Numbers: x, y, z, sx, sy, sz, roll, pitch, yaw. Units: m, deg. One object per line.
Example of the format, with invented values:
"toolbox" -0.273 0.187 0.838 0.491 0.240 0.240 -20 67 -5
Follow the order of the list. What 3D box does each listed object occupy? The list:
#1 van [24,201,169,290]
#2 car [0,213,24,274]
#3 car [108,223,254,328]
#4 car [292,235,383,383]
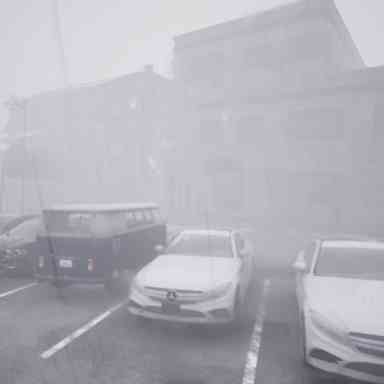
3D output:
"van" -2.064 1.264 9.046 1.878 1.987 4.442 0 -1 15
"car" -4.484 1.502 10.634 2.097 1.535 5.008 0 -1 15
"car" 0.302 1.519 7.236 2.002 1.452 4.674 0 -1 15
"car" 2.698 1.516 5.533 2.002 1.452 4.674 0 -1 15
